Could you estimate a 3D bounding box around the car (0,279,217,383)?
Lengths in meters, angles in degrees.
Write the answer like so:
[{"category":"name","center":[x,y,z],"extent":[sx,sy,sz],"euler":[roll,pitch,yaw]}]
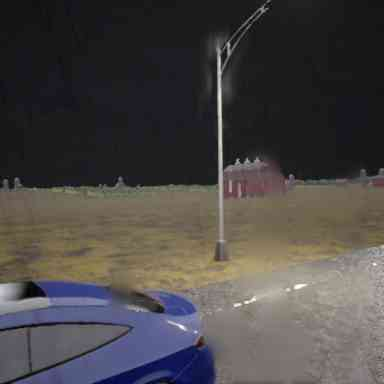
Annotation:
[{"category":"car","center":[-1.879,1.565,2.593],"extent":[4.674,1.442,1.812],"euler":[-1,0,-37]}]
